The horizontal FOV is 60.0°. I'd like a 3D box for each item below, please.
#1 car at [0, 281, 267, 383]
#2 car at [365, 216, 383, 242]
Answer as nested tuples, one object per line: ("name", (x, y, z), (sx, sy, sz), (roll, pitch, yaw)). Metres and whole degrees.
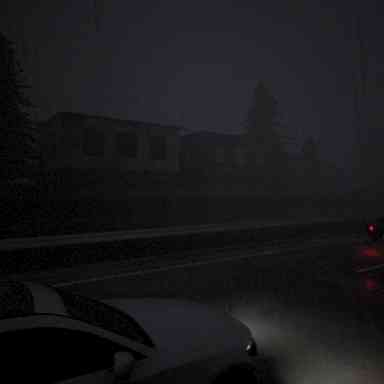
("car", (-1.449, 1.526, 2.714), (4.674, 1.442, 1.812), (0, 0, -36))
("car", (9.945, 1.599, 15.144), (4.718, 1.301, 1.895), (0, 0, -36))
